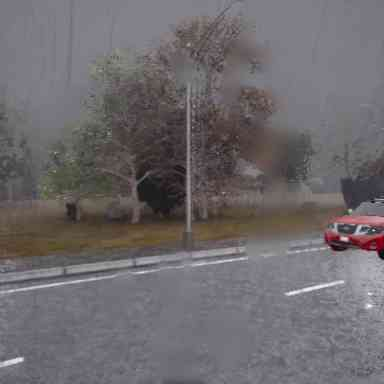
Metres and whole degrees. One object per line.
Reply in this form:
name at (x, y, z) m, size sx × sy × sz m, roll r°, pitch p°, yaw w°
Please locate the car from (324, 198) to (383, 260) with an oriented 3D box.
car at (7.594, 1.266, 12.759) m, size 5.566 × 2.045 × 2.150 m, roll 0°, pitch 0°, yaw -30°
